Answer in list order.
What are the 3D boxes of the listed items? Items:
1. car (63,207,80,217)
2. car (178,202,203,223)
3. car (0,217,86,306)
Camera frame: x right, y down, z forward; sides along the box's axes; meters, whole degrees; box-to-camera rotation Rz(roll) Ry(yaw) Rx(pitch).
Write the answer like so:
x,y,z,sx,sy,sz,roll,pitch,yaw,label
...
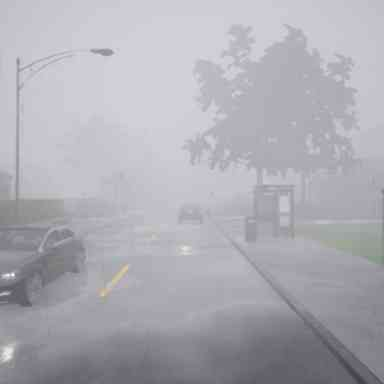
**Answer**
x,y,z,sx,sy,sz,roll,pitch,yaw,label
-13.125,1.763,30.483,5.357,1.415,2.033,0,-1,2,car
-0.131,1.737,29.375,2.097,1.767,4.553,0,-1,0,car
-4.149,1.606,8.368,2.128,1.511,4.902,0,-1,0,car
